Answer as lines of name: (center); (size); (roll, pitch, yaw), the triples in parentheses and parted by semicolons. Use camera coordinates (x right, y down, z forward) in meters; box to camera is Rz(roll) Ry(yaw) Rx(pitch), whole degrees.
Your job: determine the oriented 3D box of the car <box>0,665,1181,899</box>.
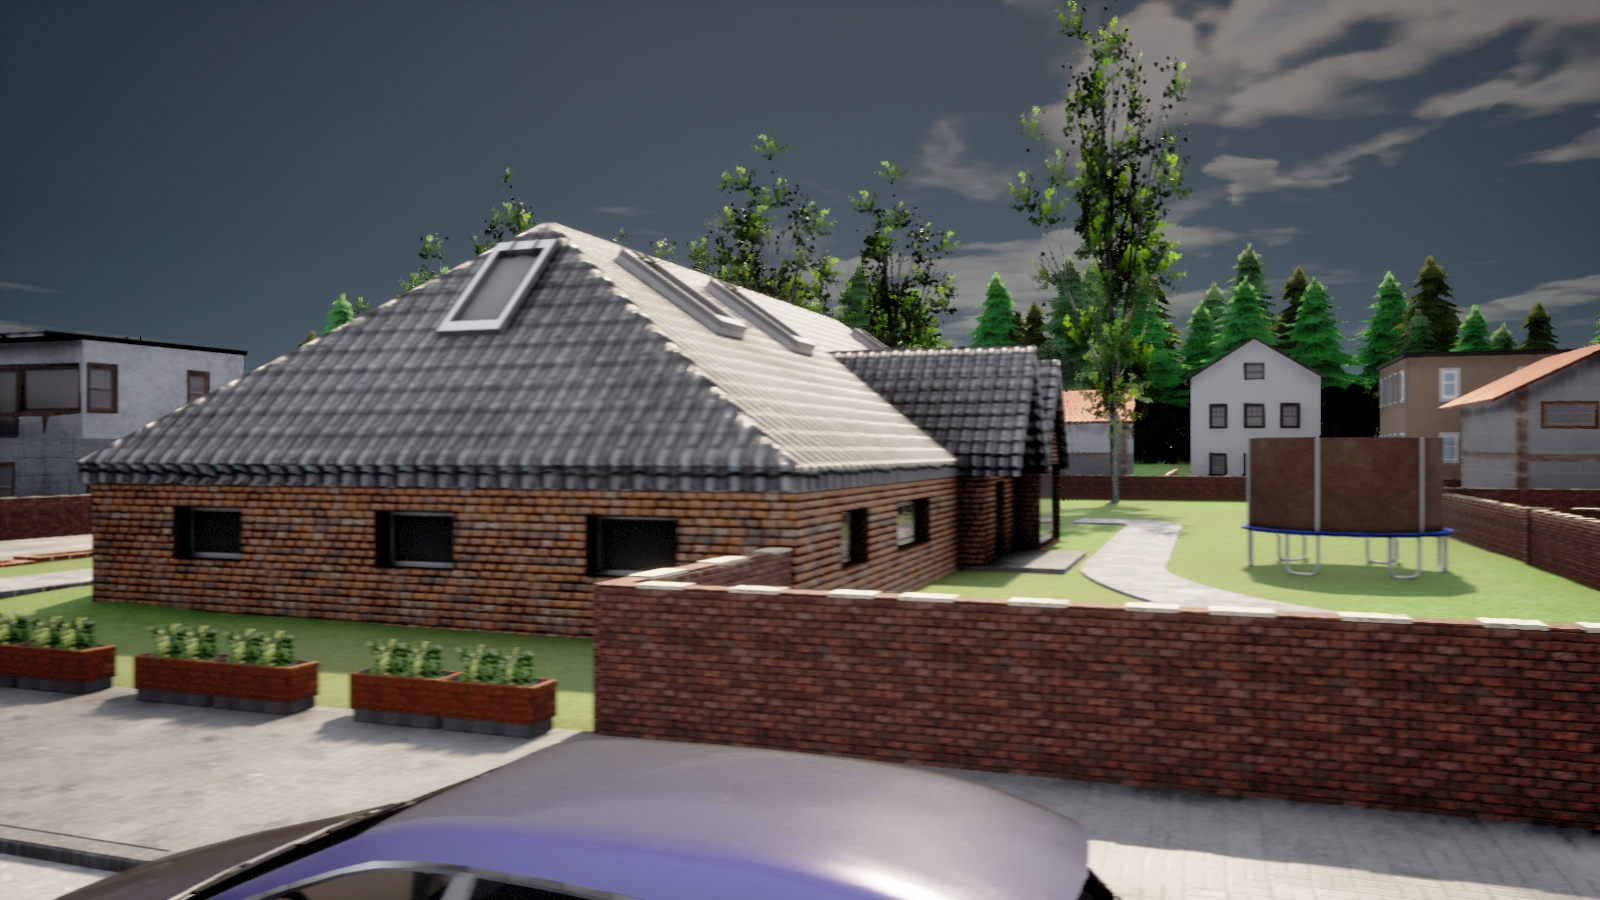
car: (-1.061, 1.968, 4.186); (4.611, 1.667, 2.242); (0, 0, 20)
